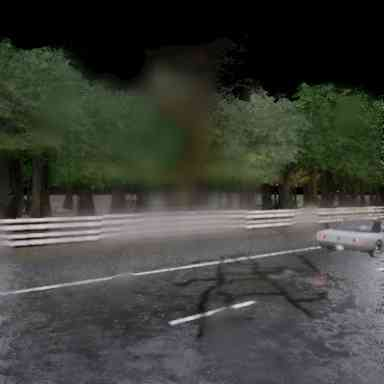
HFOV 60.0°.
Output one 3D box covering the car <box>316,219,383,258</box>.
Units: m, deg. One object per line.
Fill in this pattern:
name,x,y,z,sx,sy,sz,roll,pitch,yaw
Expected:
car,7.143,1.725,13.239,4.718,1.301,1.895,1,0,-35
